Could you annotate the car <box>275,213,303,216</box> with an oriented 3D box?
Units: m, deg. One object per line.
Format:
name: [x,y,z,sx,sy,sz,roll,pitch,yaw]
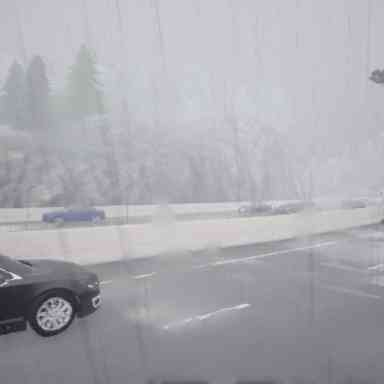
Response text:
car: [10.580,1.883,36.022,4.181,1.385,1.994,0,-1,-45]

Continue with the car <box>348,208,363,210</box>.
car: [19.770,1.802,40.611,2.128,1.511,4.902,-1,-1,42]

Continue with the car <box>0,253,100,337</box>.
car: [-3.929,1.588,5.216,4.892,1.490,1.837,0,0,-36]
